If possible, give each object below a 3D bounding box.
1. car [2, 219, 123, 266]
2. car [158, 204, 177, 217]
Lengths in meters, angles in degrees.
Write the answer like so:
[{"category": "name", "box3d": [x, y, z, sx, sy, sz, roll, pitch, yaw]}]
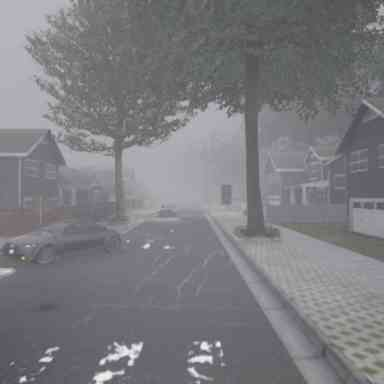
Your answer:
[{"category": "car", "box3d": [-4.637, 1.733, 12.384, 1.994, 1.385, 4.181, 0, 0, 38]}, {"category": "car", "box3d": [-2.627, 1.986, 36.525, 1.895, 1.301, 4.718, 0, 0, 0]}]
